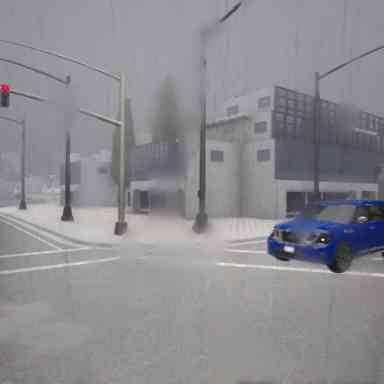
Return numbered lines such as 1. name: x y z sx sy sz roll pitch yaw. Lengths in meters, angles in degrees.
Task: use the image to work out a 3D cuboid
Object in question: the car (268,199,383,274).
1. car: 4.971 1.289 11.104 5.566 2.045 2.150 0 0 -37
